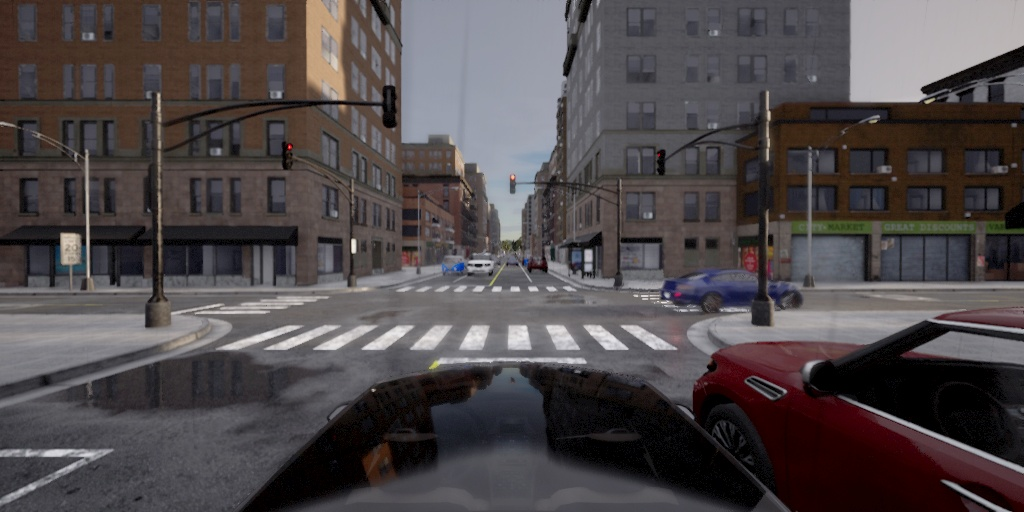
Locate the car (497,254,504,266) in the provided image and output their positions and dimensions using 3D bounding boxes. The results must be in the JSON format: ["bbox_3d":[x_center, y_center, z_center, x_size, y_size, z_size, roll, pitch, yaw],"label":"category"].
[{"bbox_3d":[-2.774,0.850,57.998,2.128,1.511,4.902,0,0,1],"label":"car"}]

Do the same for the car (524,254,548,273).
[{"bbox_3d":[2.715,0.809,38.540,2.192,1.841,5.009,0,0,0],"label":"car"}]

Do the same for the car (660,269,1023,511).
[{"bbox_3d":[2.638,1.068,1.169,2.192,1.841,5.009,0,0,0],"label":"car"}]

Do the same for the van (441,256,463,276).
[{"bbox_3d":[-5.399,0.873,33.134,1.690,1.789,3.998,0,0,0],"label":"van"}]

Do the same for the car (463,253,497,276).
[{"bbox_3d":[-2.842,0.753,33.136,2.150,2.045,5.566,0,0,0],"label":"car"}]

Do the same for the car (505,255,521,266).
[{"bbox_3d":[0.068,0.923,57.959,1.994,1.385,4.181,0,0,0],"label":"car"}]

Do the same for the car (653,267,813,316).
[{"bbox_3d":[7.623,1.163,12.598,4.674,1.442,1.812,0,0,-7],"label":"car"}]

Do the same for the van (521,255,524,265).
[{"bbox_3d":[2.704,0.722,54.758,1.690,1.789,3.998,0,0,0],"label":"van"}]
